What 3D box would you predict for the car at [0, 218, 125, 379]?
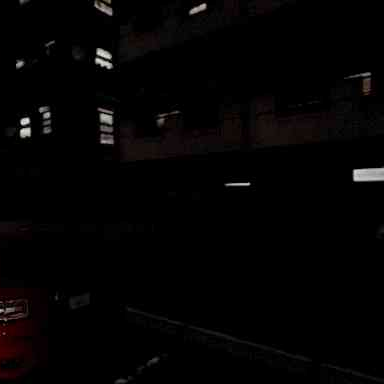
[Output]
[{"bbox_3d":[-3.230,1.342,5.194,5.009,1.841,2.192,0,-1,36],"label":"car"}]
